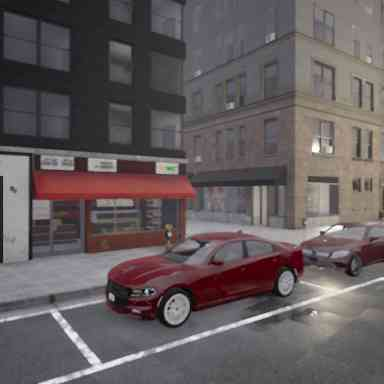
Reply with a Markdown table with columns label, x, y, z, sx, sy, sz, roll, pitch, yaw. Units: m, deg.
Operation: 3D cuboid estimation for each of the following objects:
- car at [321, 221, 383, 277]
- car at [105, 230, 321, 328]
| label | x | y | z | sx | sy | sz | roll | pitch | yaw |
| --- | --- | --- | --- | --- | --- | --- | --- | --- | --- |
| car | 4.984 | 1.575 | 10.189 | 4.206 | 1.307 | 1.802 | 0 | 0 | -35 |
| car | 0.461 | 1.544 | 6.971 | 4.507 | 1.381 | 1.887 | 0 | 0 | -35 |
